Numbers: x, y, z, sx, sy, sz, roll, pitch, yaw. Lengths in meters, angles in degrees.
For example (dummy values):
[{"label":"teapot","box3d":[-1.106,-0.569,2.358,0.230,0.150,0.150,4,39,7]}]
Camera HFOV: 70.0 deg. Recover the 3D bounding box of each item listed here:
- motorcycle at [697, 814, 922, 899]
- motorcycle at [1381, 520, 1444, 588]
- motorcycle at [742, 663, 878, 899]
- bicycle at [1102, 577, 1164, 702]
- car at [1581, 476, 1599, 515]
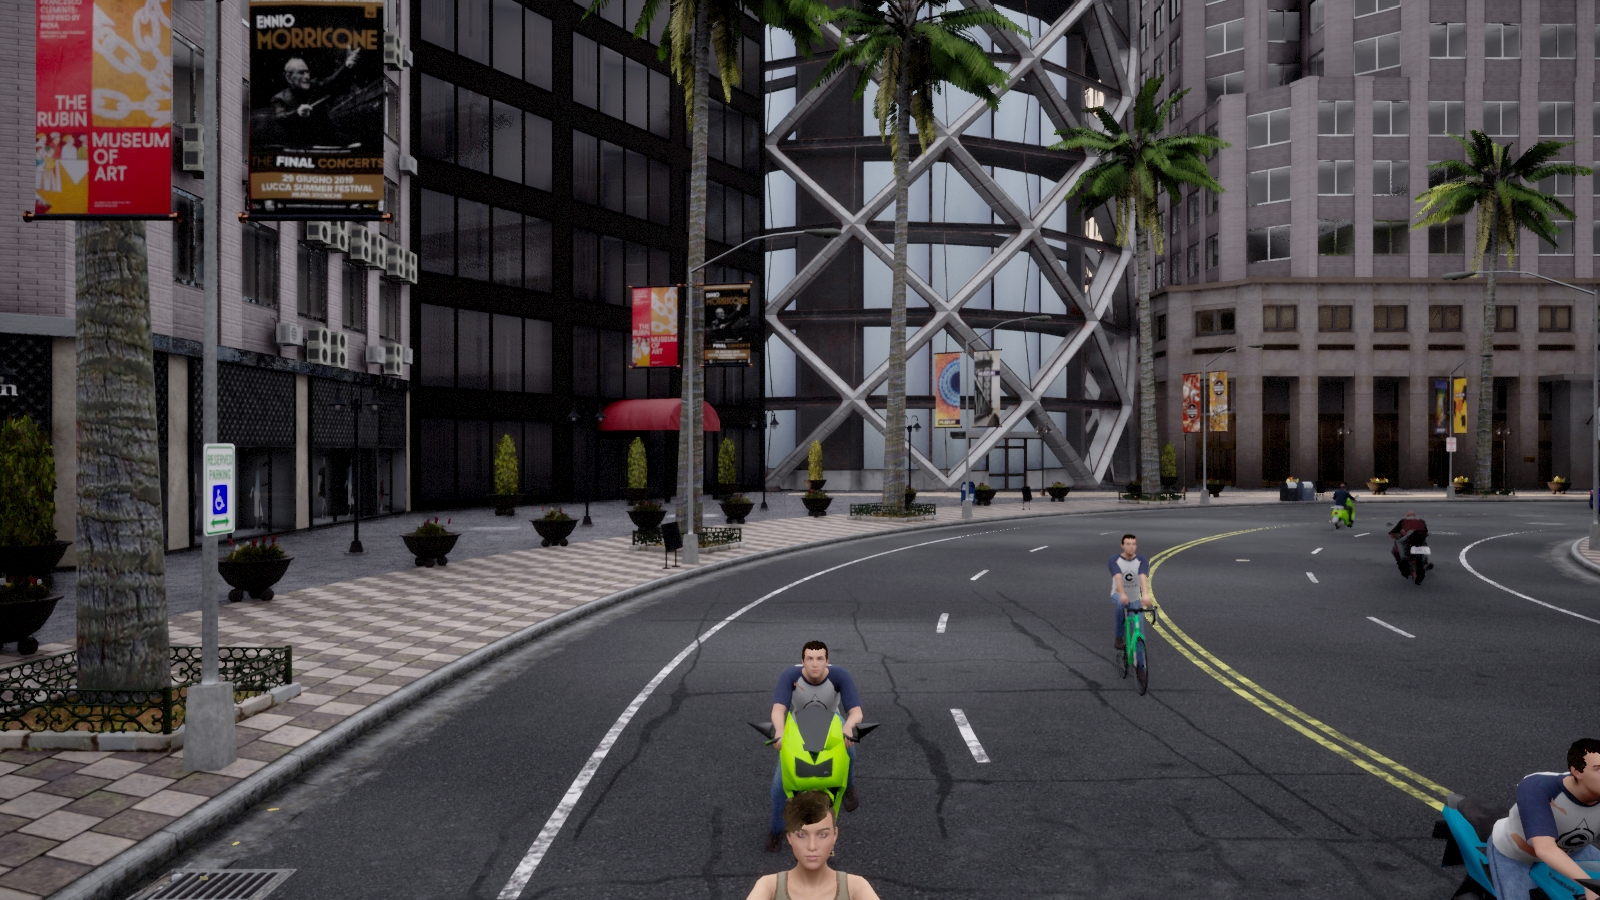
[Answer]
[{"label":"motorcycle","box3d":[0.030,2.170,3.616,0.764,1.277,2.356,0,0,1]},{"label":"motorcycle","box3d":[13.152,2.205,24.588,0.867,1.251,2.209,1,0,20]},{"label":"motorcycle","box3d":[0.085,2.213,7.771,0.803,1.145,2.033,0,0,1]},{"label":"bicycle","box3d":[3.934,2.206,13.570,0.373,1.196,1.643,0,0,4]},{"label":"car","box3d":[36.842,1.968,49.589,4.611,1.667,2.242,0,0,-11]}]
